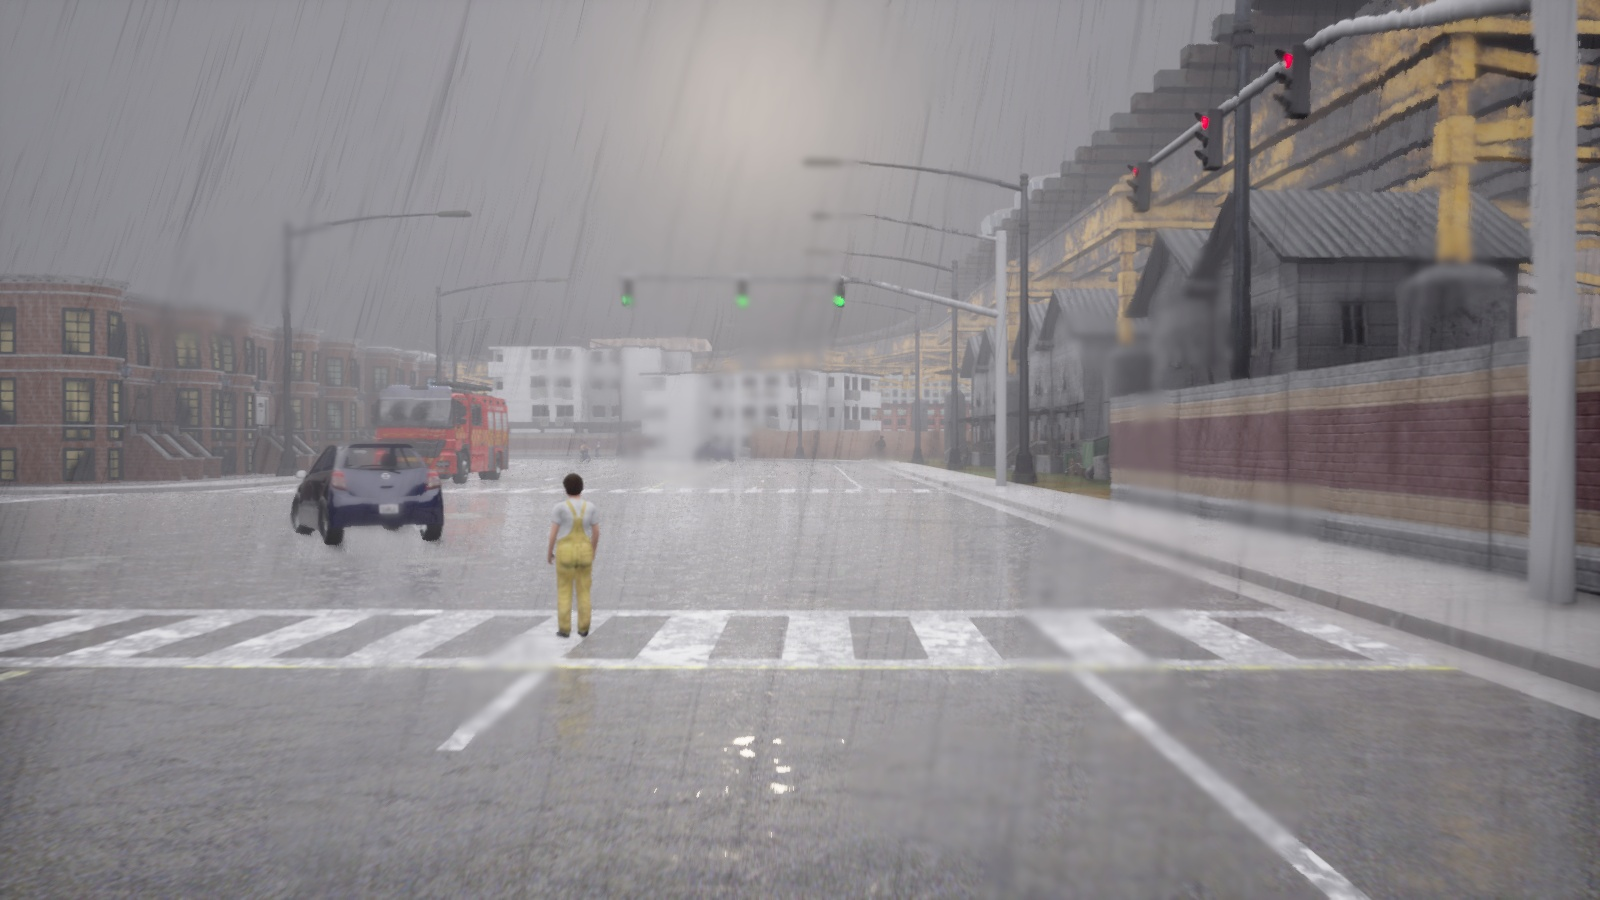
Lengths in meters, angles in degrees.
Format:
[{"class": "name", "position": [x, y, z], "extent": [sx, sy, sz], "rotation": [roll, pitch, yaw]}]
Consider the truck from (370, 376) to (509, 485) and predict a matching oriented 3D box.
[{"class": "truck", "position": [-13.700, -0.703, 48.511], "extent": [2.891, 3.827, 8.468], "rotation": [0, 0, 0]}]

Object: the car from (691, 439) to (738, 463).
[{"class": "car", "position": [-6.475, 0.069, 94.179], "extent": [2.097, 1.767, 4.553], "rotation": [0, 0, -24]}]

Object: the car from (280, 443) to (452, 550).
[{"class": "car", "position": [-6.861, 0.644, 19.624], "extent": [1.845, 1.501, 3.633], "rotation": [0, 0, -31]}]

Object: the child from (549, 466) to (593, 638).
[{"class": "child", "position": [-1.744, 0.756, 9.547], "extent": [0.270, 1.263, 0.437], "rotation": [0, 0, -18]}]
